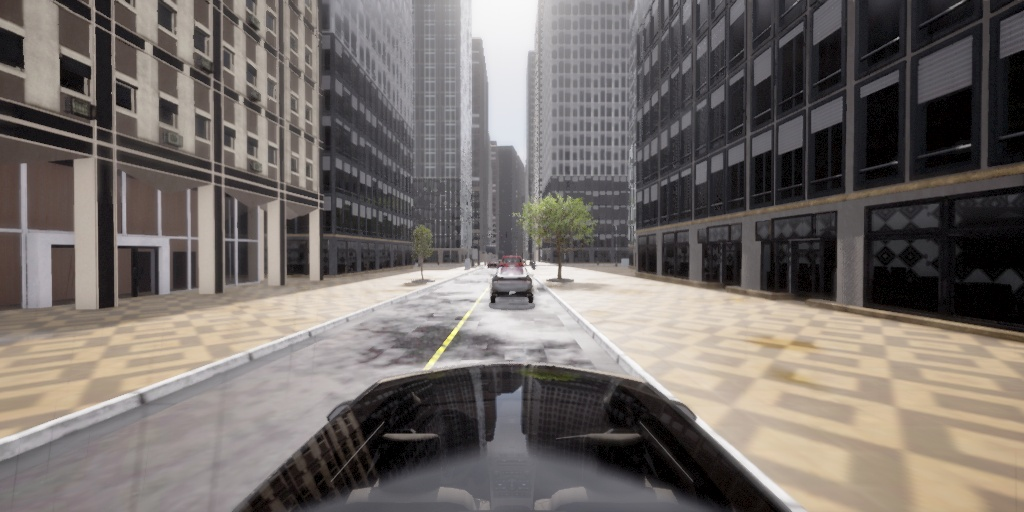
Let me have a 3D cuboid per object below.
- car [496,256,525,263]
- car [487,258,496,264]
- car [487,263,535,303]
[{"bbox_3d":[0.000,1.013,31.531,2.150,2.045,5.566,0,0,0],"label":"car"},{"bbox_3d":[-3.000,1.188,59.534,2.097,1.767,4.553,0,0,0],"label":"car"},{"bbox_3d":[0.000,1.244,16.501,2.128,1.511,4.902,0,0,0],"label":"car"}]
